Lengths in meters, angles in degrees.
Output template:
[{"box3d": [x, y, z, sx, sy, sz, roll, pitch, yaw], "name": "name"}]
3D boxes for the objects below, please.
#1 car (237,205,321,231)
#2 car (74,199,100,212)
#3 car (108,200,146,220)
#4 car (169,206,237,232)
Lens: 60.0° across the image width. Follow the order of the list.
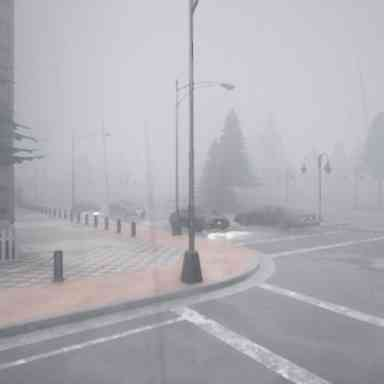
[{"box3d": [4.965, 1.502, 20.175, 2.033, 1.411, 5.357, 0, 0, -38], "name": "car"}, {"box3d": [-11.813, 1.526, 37.313, 1.994, 1.385, 4.181, 0, 0, -34], "name": "car"}, {"box3d": [-5.621, 1.454, 28.406, 2.128, 1.511, 4.902, 0, 0, -35], "name": "car"}, {"box3d": [0.354, 1.527, 19.838, 1.994, 1.385, 4.181, 0, 0, -35], "name": "car"}]
